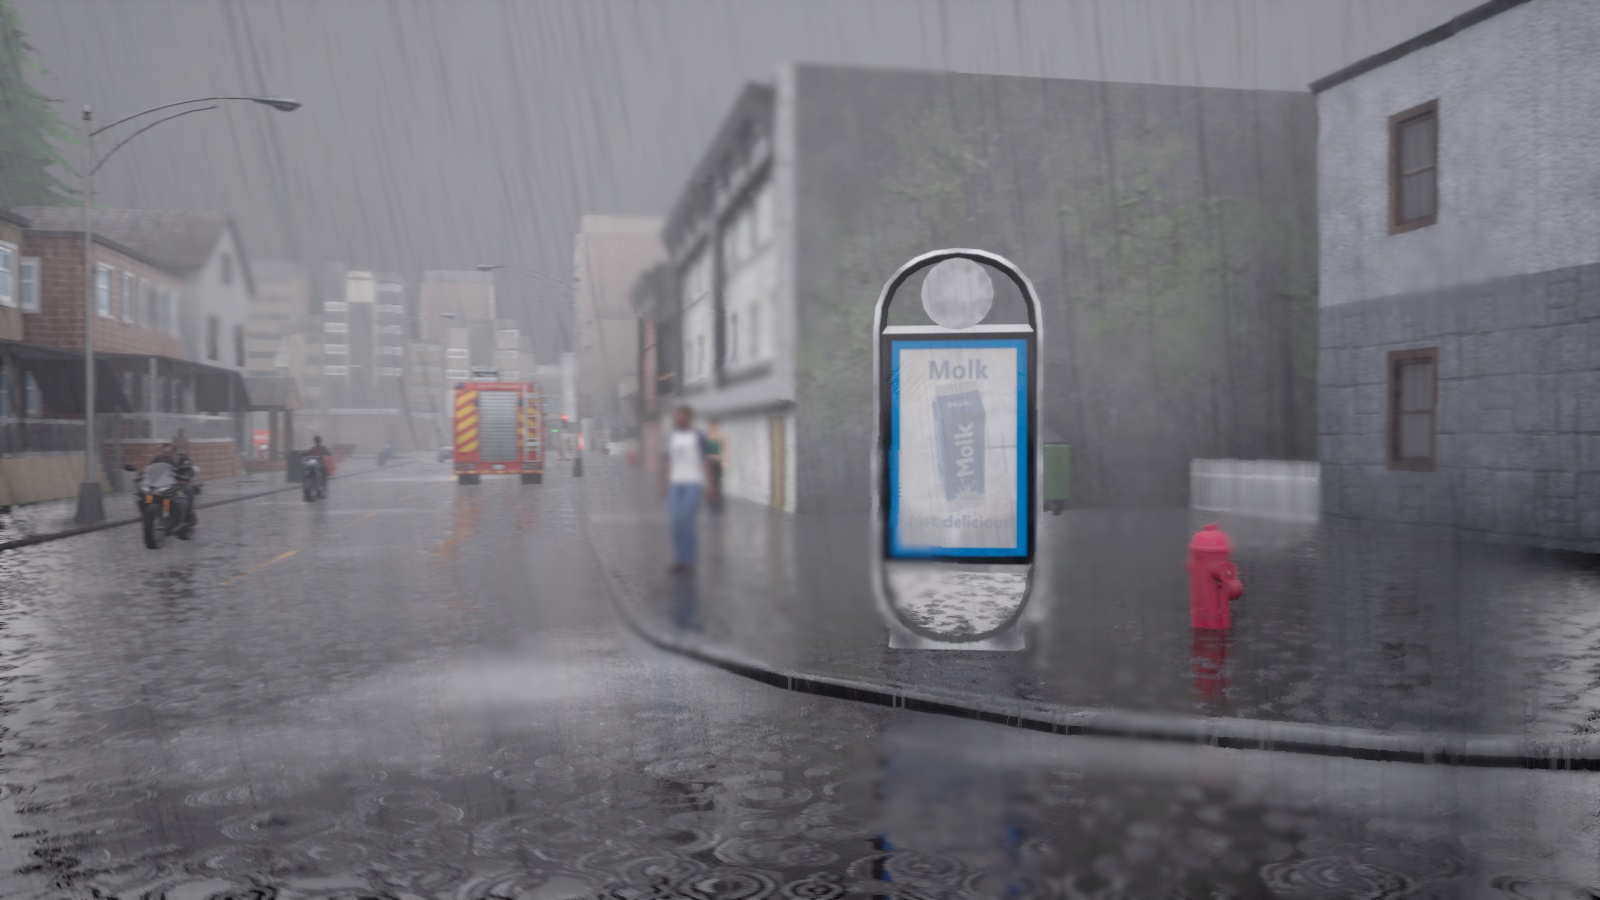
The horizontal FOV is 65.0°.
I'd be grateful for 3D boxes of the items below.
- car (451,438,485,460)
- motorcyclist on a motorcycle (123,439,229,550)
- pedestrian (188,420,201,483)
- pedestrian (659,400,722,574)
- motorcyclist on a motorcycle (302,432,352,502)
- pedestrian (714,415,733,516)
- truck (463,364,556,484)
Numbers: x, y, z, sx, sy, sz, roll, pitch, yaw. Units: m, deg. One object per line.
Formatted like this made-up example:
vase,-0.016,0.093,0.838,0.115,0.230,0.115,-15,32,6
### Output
car,-20.850,-0.077,78.711,1.994,1.385,4.181,0,1,-16
motorcyclist on a motorcycle,-9.202,0.613,18.618,0.866,1.530,2.191,0,1,-11
pedestrian,-17.964,0.038,37.270,0.331,1.846,0.634,0,1,-25
pedestrian,-1.183,0.383,13.647,0.354,1.836,0.706,1,1,26
motorcyclist on a motorcycle,-11.542,0.384,30.692,0.766,1.649,2.350,0,1,-11
pedestrian,-1.408,0.278,23.116,0.345,1.836,0.594,0,1,-3
truck,-10.155,-0.876,44.564,2.891,3.827,8.468,0,1,-11
